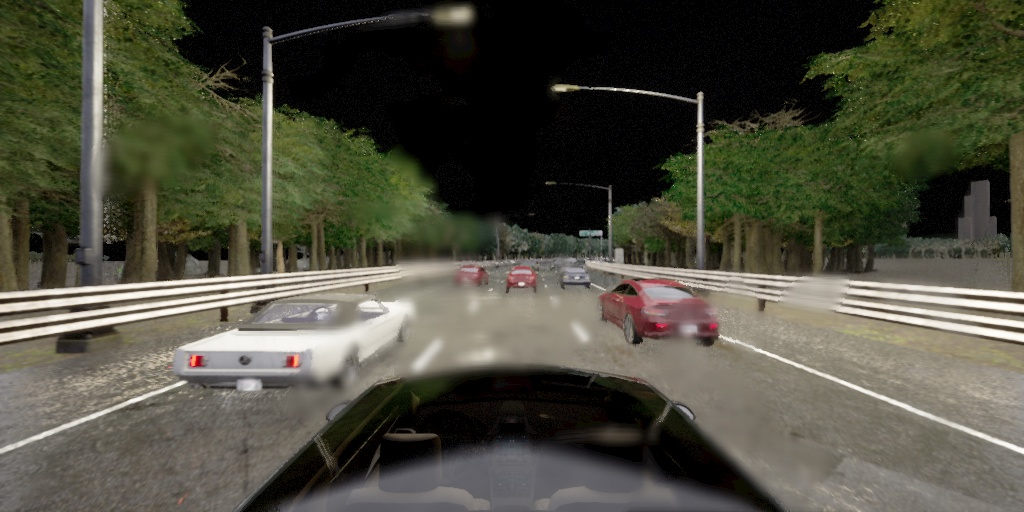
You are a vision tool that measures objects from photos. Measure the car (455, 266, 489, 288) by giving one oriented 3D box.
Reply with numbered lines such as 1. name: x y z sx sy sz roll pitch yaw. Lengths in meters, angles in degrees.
1. car: -2.711 1.388 24.803 1.812 1.442 4.674 0 0 3

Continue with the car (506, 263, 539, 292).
1. car: 0.636 1.376 21.925 1.812 1.442 4.674 0 0 3

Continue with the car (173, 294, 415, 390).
1. car: -3.341 1.375 6.819 1.895 1.301 4.718 0 0 1

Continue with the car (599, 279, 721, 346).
1. car: 3.601 1.316 9.468 1.812 1.442 4.674 0 0 1

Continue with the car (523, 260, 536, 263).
1. car: 1.975 1.283 40.165 2.097 1.767 4.553 0 0 5

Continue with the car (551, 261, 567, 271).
1. car: 6.851 1.590 53.417 1.895 1.301 4.718 0 0 7

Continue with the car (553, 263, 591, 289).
1. car: 4.150 1.410 24.446 2.033 1.411 5.357 0 0 3
